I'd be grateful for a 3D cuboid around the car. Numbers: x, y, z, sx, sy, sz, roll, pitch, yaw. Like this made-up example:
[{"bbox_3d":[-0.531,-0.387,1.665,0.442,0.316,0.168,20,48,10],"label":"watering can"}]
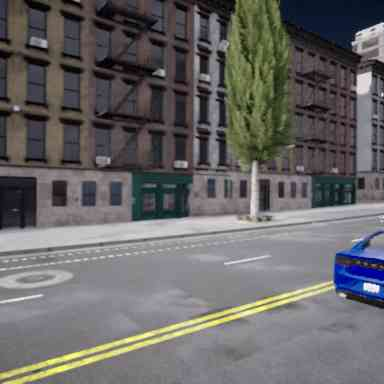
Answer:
[{"bbox_3d":[5.057,1.437,7.079,5.008,1.535,1.882,-1,1,-35],"label":"car"}]
